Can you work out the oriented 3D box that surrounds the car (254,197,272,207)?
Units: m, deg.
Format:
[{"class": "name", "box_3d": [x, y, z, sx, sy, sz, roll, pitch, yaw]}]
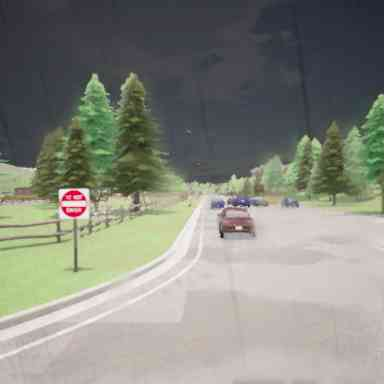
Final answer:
[{"class": "car", "box_3d": [10.946, 1.690, 52.835, 1.994, 1.385, 4.181, -1, 0, 3]}]

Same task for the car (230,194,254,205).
[{"class": "car", "box_3d": [7.275, 1.384, 49.139, 2.150, 2.045, 5.566, -1, 0, 3]}]

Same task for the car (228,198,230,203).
[{"class": "car", "box_3d": [7.804, 1.720, 63.141, 2.128, 1.511, 4.902, -1, 0, 3]}]

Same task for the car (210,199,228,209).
[{"class": "car", "box_3d": [3.747, 1.688, 48.486, 1.882, 1.535, 5.008, -1, -1, 3]}]

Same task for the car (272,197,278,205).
[{"class": "car", "box_3d": [14.760, 1.597, 62.129, 1.882, 1.535, 5.008, -1, 0, 3]}]

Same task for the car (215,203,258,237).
[{"class": "car", "box_3d": [2.400, 1.594, 18.418, 1.812, 1.442, 4.674, -1, 0, 3]}]

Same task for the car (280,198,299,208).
[{"class": "car", "box_3d": [14.252, 1.579, 48.346, 1.812, 1.442, 4.674, -1, 0, 3]}]

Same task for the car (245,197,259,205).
[{"class": "car", "box_3d": [11.284, 1.700, 62.764, 1.812, 1.442, 4.674, -1, 0, 3]}]
